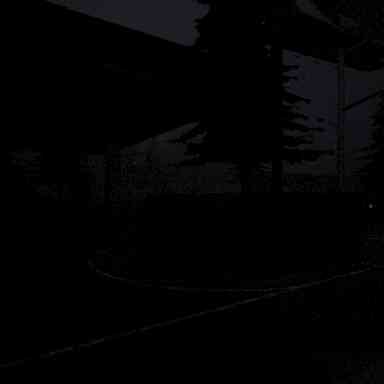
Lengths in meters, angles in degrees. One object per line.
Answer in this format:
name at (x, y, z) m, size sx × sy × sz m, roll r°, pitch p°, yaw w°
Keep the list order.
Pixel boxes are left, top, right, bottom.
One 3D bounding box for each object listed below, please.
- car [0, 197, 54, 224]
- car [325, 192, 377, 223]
car at (-11.959, 1.313, 23.487) m, size 3.866 × 1.878 × 1.905 m, roll 0°, pitch 0°, yaw -36°
car at (9.853, 1.015, 23.208) m, size 2.150 × 2.045 × 5.566 m, roll 0°, pitch -1°, yaw -31°
